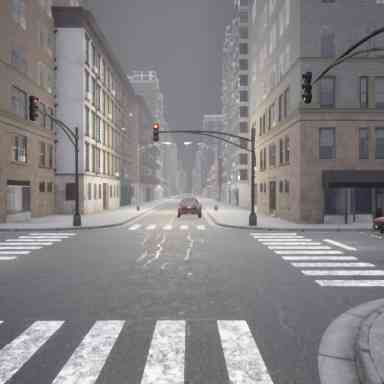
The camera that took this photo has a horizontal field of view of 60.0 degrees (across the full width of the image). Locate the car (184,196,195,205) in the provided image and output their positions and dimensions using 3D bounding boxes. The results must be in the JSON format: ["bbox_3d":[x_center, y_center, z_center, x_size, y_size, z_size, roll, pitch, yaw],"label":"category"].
[{"bbox_3d":[-0.446,1.541,59.581,1.812,1.442,4.674,0,0,0],"label":"car"}]

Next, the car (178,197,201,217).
[{"bbox_3d":[-0.215,1.355,31.088,2.097,1.767,4.553,0,0,1],"label":"car"}]

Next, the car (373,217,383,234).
[{"bbox_3d":[11.647,1.530,16.970,4.507,1.381,1.887,0,0,0],"label":"car"}]
